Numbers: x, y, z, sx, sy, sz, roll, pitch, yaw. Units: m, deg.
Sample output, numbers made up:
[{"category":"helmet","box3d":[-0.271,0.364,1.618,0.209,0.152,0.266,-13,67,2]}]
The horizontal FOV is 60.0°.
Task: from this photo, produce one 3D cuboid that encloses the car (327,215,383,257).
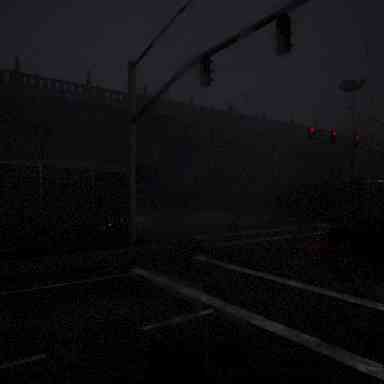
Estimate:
[{"category":"car","box3d":[7.009,1.567,11.071,1.837,1.490,4.892,0,0,-36]}]
